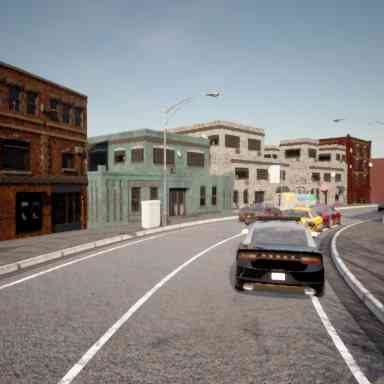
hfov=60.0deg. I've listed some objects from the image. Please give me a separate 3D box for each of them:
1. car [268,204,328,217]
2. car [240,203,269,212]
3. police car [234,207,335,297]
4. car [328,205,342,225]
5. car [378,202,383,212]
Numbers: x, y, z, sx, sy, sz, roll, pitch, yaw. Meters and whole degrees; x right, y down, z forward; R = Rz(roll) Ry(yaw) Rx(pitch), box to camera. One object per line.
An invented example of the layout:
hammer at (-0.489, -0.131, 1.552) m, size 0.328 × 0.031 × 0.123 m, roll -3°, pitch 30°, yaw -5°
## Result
car at (5.796, 1.471, 17.656) m, size 1.801 × 1.575 × 5.366 m, roll 1°, pitch 0°, yaw 28°
car at (5.118, 1.543, 24.768) m, size 1.994 × 1.385 × 4.181 m, roll 1°, pitch 0°, yaw 36°
police car at (2.323, 1.428, 8.912) m, size 1.930 × 1.638 × 5.238 m, roll 0°, pitch 0°, yaw 15°
car at (8.689, 1.557, 22.248) m, size 1.812 × 1.442 × 4.674 m, roll 1°, pitch 0°, yaw 36°
car at (24.047, 1.683, 40.147) m, size 4.181 × 1.385 × 1.994 m, roll 0°, pitch 1°, yaw -44°
